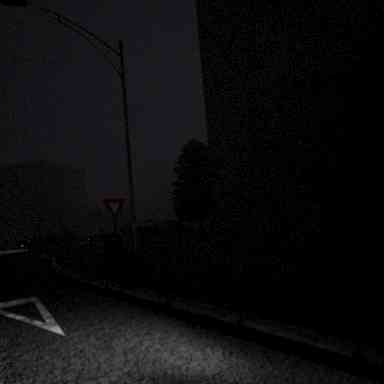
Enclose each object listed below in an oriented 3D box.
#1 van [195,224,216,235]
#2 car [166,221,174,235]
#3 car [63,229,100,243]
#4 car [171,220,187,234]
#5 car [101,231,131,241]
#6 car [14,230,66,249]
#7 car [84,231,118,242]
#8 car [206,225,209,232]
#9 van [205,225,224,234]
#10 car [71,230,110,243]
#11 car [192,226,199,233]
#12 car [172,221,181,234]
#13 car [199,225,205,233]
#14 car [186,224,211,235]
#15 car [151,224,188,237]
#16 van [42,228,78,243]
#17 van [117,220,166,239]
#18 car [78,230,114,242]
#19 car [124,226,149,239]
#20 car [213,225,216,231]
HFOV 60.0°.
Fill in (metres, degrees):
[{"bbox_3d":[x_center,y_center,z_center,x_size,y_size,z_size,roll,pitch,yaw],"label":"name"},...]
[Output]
[{"bbox_3d":[3.079,8.438,75.069,4.442,1.987,1.878,-6,-8,13],"label":"van"},{"bbox_3d":[-5.091,4.712,39.899,4.792,1.488,2.163,-6,-7,13],"label":"car"},{"bbox_3d":[-15.855,6.313,47.755,4.553,1.767,2.185,-6,-7,13],"label":"car"},{"bbox_3d":[-3.891,5.027,45.334,5.566,2.045,2.435,-6,-8,13],"label":"car"},{"bbox_3d":[-13.308,7.707,58.539,4.674,1.452,2.002,-6,-8,13],"label":"car"},{"bbox_3d":[-14.887,4.748,32.400,1.895,1.301,4.718,-6,-6,15],"label":"car"},{"bbox_3d":[-14.535,7.094,53.258,4.792,1.488,2.163,-6,-8,13],"label":"car"},{"bbox_3d":[0.181,7.094,61.465,5.366,1.575,1.946,-6,-8,13],"label":"car"},{"bbox_3d":[5.870,9.644,85.824,4.442,1.987,1.878,-6,-8,13],"label":"van"},{"bbox_3d":[-15.386,6.776,50.609,5.366,1.575,1.946,-6,-8,13],"label":"car"},{"bbox_3d":[-1.891,6.220,53.390,4.792,1.488,2.163,-6,-8,13],"label":"car"},{"bbox_3d":[-4.474,4.976,42.651,5.008,1.535,2.097,-6,-8,12],"label":"car"},{"bbox_3d":[-1.101,6.480,56.062,5.366,1.575,1.946,-6,-8,13],"label":"car"},{"bbox_3d":[1.245,7.608,66.934,4.553,1.767,2.185,-6,-8,13],"label":"car"},{"bbox_3d":[-3.231,5.612,48.000,4.792,1.488,2.163,-6,-8,13],"label":"car"},{"bbox_3d":[-17.281,5.644,42.414,4.442,1.987,1.878,-6,-7,13],"label":"van"},{"bbox_3d":[-5.661,4.186,37.210,4.442,1.987,1.878,-6,-7,13],"label":"van"},{"bbox_3d":[-12.166,5.714,43.575,2.033,1.411,5.357,-6,-7,13],"label":"car"},{"bbox_3d":[-9.226,6.788,56.011,2.150,2.045,5.566,-6,-8,13],"label":"car"},{"bbox_3d":[1.919,8.038,69.612,4.892,1.521,2.231,-6,-8,13],"label":"car"}]
